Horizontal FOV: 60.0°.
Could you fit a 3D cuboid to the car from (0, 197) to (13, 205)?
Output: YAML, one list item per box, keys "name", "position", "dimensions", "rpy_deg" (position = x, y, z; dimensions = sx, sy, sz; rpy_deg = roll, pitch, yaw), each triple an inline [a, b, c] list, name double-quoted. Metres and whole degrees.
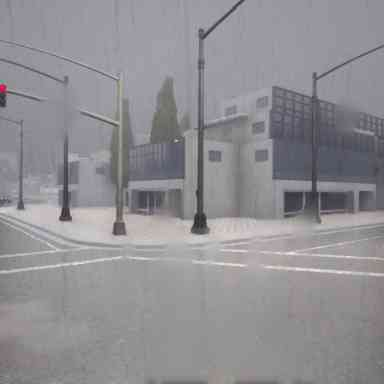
- name: "car"
  position: [-31.005, 1.397, 52.435]
  dimensions: [1.837, 1.490, 4.892]
  rpy_deg: [2, 1, 40]
